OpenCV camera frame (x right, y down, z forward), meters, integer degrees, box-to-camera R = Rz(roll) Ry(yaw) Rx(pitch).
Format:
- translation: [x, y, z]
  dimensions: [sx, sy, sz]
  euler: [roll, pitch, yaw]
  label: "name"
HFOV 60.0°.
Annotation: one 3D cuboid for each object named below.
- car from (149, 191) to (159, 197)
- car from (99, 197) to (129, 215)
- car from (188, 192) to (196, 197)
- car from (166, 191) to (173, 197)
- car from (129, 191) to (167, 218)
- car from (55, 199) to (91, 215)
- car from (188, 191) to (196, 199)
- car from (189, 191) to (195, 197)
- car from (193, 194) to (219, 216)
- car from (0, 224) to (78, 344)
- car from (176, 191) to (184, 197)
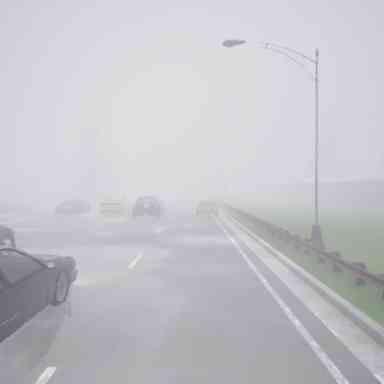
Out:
- translation: [-10.499, 0.563, 92.614]
  dimensions: [2.128, 1.511, 4.902]
  euler: [0, 1, 0]
  label: "car"
- translation: [-6.900, 1.168, 30.035]
  dimensions: [1.882, 1.535, 5.008]
  euler: [0, 1, 0]
  label: "car"
- translation: [0.001, 0.608, 85.065]
  dimensions: [1.994, 1.385, 4.181]
  euler: [0, 1, 0]
  label: "car"
- translation: [-6.999, 0.498, 92.614]
  dimensions: [1.882, 1.535, 5.008]
  euler: [0, 1, 0]
  label: "car"
- translation: [-3.400, 1.077, 26.631]
  dimensions: [2.097, 1.767, 4.553]
  euler: [0, 1, 0]
  label: "car"
- translation: [-10.399, 1.261, 29.407]
  dimensions: [1.994, 1.385, 4.181]
  euler: [0, 1, 0]
  label: "car"
- translation: [0.001, 0.773, 75.448]
  dimensions: [1.994, 1.385, 4.181]
  euler: [0, 1, 0]
  label: "car"
- translation: [0.001, 0.515, 93.864]
  dimensions: [1.837, 1.490, 4.892]
  euler: [0, 1, 0]
  label: "car"
- translation: [1.225, 1.183, 28.654]
  dimensions: [1.882, 1.535, 5.008]
  euler: [0, 1, 0]
  label: "car"
- translation: [-3.402, 1.497, 4.786]
  dimensions: [2.033, 1.411, 5.357]
  euler: [0, 1, 0]
  label: "car"
- translation: [-3.499, 0.540, 93.864]
  dimensions: [1.812, 1.442, 4.674]
  euler: [0, 1, 0]
  label: "car"
